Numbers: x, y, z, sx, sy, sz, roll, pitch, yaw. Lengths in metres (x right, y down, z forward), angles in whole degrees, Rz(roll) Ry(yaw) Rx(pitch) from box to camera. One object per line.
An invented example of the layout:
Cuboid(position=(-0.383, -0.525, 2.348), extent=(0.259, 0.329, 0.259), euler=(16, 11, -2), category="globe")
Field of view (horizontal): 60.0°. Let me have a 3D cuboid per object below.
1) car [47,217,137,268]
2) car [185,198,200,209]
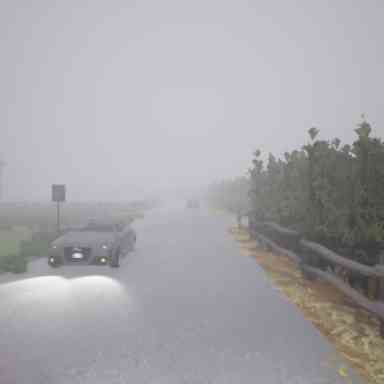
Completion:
Cuboid(position=(-3.111, 1.563, 11.130), extent=(1.994, 1.385, 4.181), euler=(0, 0, 1), category="car")
Cuboid(position=(0.098, 1.544, 44.404), extent=(2.033, 1.411, 5.357), euler=(0, 0, 0), category="car")
